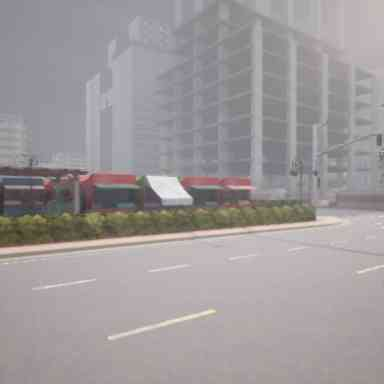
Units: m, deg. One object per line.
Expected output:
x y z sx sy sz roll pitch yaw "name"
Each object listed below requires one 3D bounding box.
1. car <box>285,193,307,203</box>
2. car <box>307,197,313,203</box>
19.224 1.217 63.557 1.905 1.878 3.866 0 0 -36 "car"
21.616 1.223 65.268 1.905 1.878 3.866 0 0 -36 "car"
